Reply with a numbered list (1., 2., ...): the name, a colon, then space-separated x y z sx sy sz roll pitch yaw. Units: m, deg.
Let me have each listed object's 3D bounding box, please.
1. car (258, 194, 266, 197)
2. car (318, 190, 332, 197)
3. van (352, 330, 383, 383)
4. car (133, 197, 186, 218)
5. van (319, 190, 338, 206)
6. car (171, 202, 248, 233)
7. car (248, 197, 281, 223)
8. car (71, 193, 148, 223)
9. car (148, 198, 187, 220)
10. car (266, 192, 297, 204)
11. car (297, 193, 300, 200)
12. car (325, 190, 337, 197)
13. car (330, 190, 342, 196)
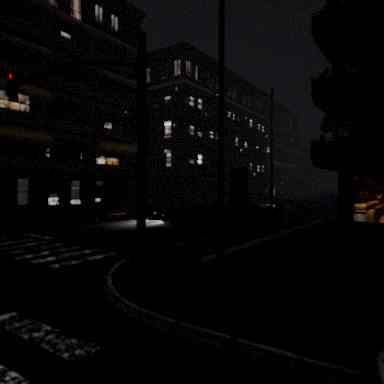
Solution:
1. car: 10.166 0.886 45.821 1.947 1.339 4.313 2 2 35
2. car: 29.291 0.384 73.231 1.887 1.381 4.507 2 2 35
3. van: 2.611 1.341 1.010 3.998 1.788 1.690 0 0 35
4. car: -2.583 1.187 27.547 1.887 1.381 4.507 2 2 35
5. van: 17.019 0.724 40.990 1.690 1.788 3.998 1 2 35
6. car: 1.079 1.351 18.152 1.947 1.339 4.313 1 2 35
7. car: 4.266 1.286 22.720 1.802 1.307 4.206 1 2 35
8. car: -5.768 1.038 22.972 2.192 1.841 5.009 2 2 35
9. car: -1.437 1.249 24.683 1.994 1.385 4.181 1 1 35
10. car: 11.769 0.918 43.540 1.994 1.385 4.181 1 1 35
11. car: 16.541 0.726 54.958 1.947 1.339 4.313 2 2 35
12. car: 32.478 0.342 77.800 1.802 1.307 4.206 2 2 35
13. car: 35.665 0.262 82.369 1.802 1.307 4.206 2 2 35
